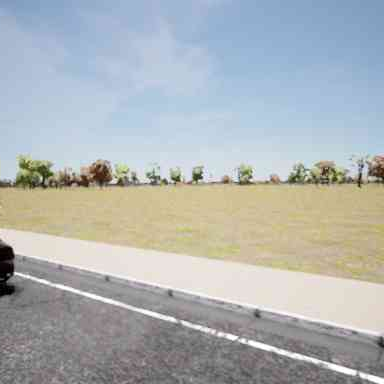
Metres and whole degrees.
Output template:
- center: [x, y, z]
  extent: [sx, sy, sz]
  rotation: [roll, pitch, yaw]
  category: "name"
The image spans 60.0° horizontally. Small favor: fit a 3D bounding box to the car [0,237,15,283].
- center: [-6.263, 1.471, 8.278]
  extent: [4.892, 1.490, 1.837]
  rotation: [0, 0, 36]
  category: "car"
